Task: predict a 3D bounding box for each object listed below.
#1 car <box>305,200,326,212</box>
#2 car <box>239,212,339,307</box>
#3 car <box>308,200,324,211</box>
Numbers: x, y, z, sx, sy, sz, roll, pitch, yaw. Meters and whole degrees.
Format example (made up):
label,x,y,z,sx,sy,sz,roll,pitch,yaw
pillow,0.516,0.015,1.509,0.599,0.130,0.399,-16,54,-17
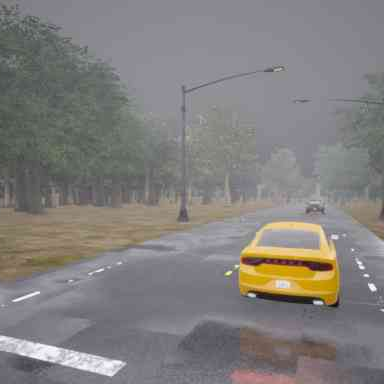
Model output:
label,x,y,z,sx,sy,sz,roll,pitch,yaw
car,13.523,1.622,36.440,1.812,1.442,4.674,0,-1,22
car,2.504,1.472,8.170,1.882,1.535,5.008,0,0,21
car,17.068,1.801,45.709,2.033,1.411,5.357,0,-1,21
